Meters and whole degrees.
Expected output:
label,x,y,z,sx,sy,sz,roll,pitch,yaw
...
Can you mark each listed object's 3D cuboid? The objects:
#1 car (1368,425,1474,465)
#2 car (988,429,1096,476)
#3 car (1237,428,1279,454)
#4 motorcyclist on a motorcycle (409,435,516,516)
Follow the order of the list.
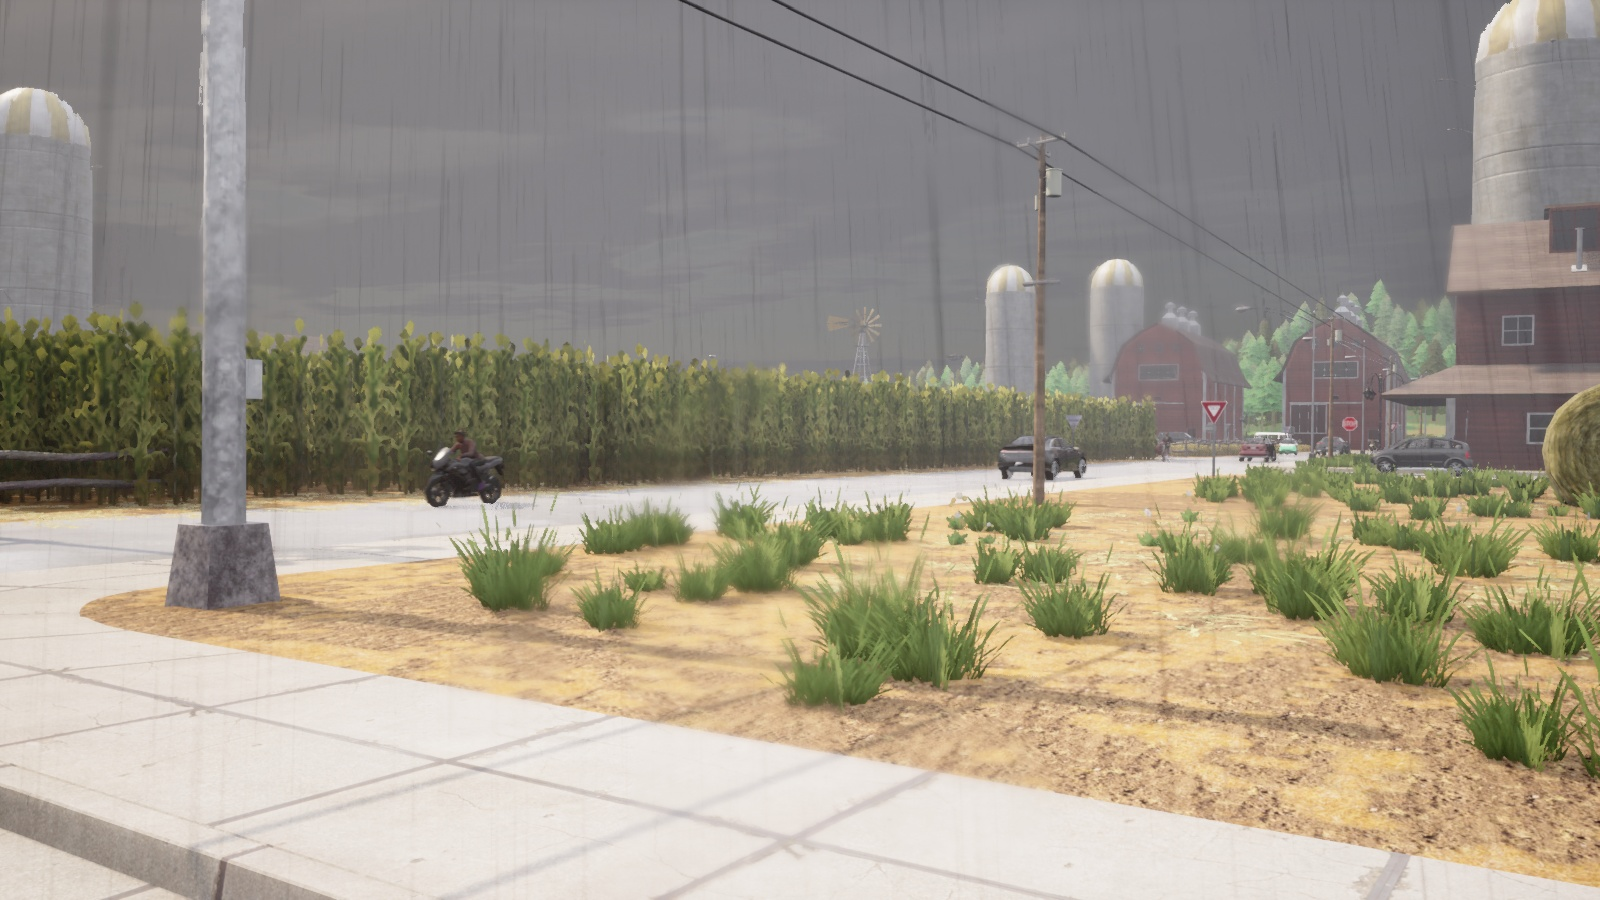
label,x,y,z,sx,sy,sz,roll,pitch,yaw
car,24.813,-0.192,50.219,3.705,1.549,1.789,0,1,30
car,8.433,0.053,43.381,2.128,1.511,4.902,0,1,31
car,27.919,-0.550,76.468,1.789,1.549,3.705,0,1,30
motorcyclist on a motorcycle,-6.628,0.471,24.740,0.797,1.523,2.044,0,1,31
